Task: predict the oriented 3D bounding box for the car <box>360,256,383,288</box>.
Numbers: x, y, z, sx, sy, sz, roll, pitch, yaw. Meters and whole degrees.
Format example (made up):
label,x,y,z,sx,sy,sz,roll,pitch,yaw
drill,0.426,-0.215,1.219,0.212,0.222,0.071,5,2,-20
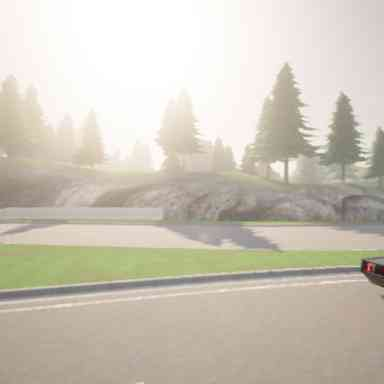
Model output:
label,x,y,z,sx,sy,sz,roll,pitch,yaw
car,6.378,1.729,7.317,4.718,1.301,1.895,0,-1,-11
